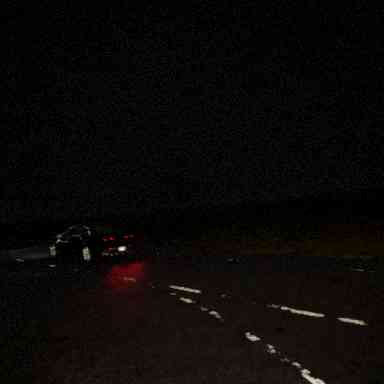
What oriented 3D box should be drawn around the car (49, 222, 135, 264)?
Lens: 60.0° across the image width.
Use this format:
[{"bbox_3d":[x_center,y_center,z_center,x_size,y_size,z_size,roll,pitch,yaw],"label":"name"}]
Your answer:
[{"bbox_3d":[-4.426,2.088,14.301,4.892,1.490,1.837,-6,-3,43],"label":"car"}]
